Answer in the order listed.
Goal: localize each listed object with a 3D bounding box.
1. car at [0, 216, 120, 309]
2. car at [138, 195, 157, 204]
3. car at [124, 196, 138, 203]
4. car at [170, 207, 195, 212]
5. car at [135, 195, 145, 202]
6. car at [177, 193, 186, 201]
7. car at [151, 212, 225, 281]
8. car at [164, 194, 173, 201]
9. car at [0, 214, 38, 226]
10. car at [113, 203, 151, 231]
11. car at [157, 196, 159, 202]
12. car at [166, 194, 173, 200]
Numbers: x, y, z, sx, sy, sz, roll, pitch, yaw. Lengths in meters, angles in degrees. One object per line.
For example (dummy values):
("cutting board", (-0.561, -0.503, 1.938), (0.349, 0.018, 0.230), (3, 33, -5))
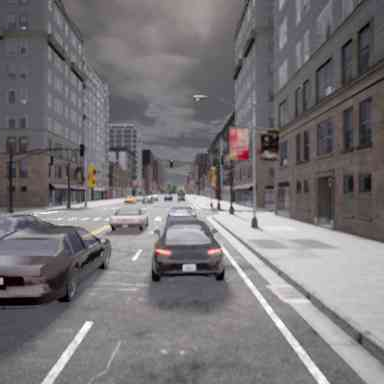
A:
("car", (-3.371, 1.553, 8.126), (2.033, 1.411, 5.357), (0, 0, -1))
("car", (-8.555, 1.531, 63.906), (2.128, 1.511, 4.902), (0, 0, -1))
("car", (-11.797, 1.520, 63.654), (1.882, 1.535, 5.008), (0, 0, -1))
("car", (-0.574, 1.555, 19.313), (2.033, 1.411, 5.357), (0, 0, -2))
("car", (-12.251, 1.571, 78.794), (1.812, 1.442, 4.674), (0, 0, -2))
("car", (-2.601, 1.629, 82.075), (1.895, 1.301, 4.718), (0, 0, -2))
("car", (-0.164, 1.529, 9.731), (1.812, 1.442, 4.674), (0, 0, -3))
("car", (-5.836, 1.514, 81.523), (1.882, 1.535, 5.008), (0, 0, -2))
("car", (-6.945, 1.558, 12.512), (2.033, 1.411, 5.357), (0, 0, -2))
("car", (-3.770, 1.612, 20.691), (1.895, 1.301, 4.718), (0, 0, -2))
("car", (-9.014, 1.568, 79.240), (2.128, 1.511, 4.902), (0, 0, -2))
("car", (-6.173, 1.410, 91.938), (1.837, 1.490, 4.892), (0, 0, -2))
